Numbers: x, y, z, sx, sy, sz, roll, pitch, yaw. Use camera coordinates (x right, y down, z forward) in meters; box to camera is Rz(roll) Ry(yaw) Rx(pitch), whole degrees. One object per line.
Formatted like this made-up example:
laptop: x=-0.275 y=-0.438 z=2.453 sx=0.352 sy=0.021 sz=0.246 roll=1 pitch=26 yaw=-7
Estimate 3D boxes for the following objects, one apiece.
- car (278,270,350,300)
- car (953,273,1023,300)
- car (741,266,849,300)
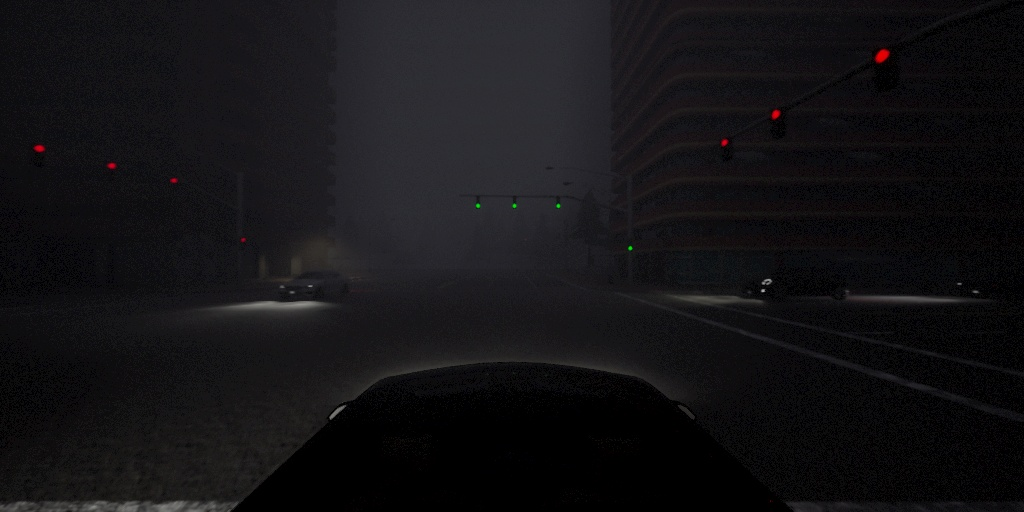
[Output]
car: x=-10.495 y=1.487 z=19.444 sx=1.812 sy=1.442 sz=4.674 roll=0 pitch=-1 yaw=0
car: x=26.418 y=1.559 z=18.756 sx=4.718 sy=1.301 sz=1.895 roll=0 pitch=-1 yaw=0
car: x=14.589 y=1.308 z=18.691 sx=4.553 sy=1.767 sz=2.097 roll=0 pitch=-1 yaw=0
